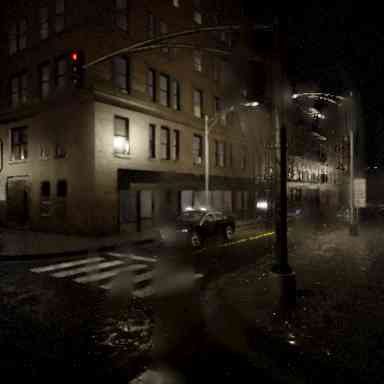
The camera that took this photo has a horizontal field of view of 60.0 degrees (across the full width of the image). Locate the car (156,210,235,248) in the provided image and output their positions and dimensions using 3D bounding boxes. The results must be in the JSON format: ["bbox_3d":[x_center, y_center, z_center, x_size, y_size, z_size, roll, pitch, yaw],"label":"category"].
[{"bbox_3d":[0.324,1.645,15.962,2.128,1.511,4.902,0,-1,36],"label":"car"}]

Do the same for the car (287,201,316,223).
[{"bbox_3d":[8.717,1.589,27.781,2.097,1.767,4.553,0,0,35],"label":"car"}]

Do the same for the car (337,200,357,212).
[{"bbox_3d":[20.822,1.844,44.692,2.128,1.511,4.902,0,-1,35],"label":"car"}]
